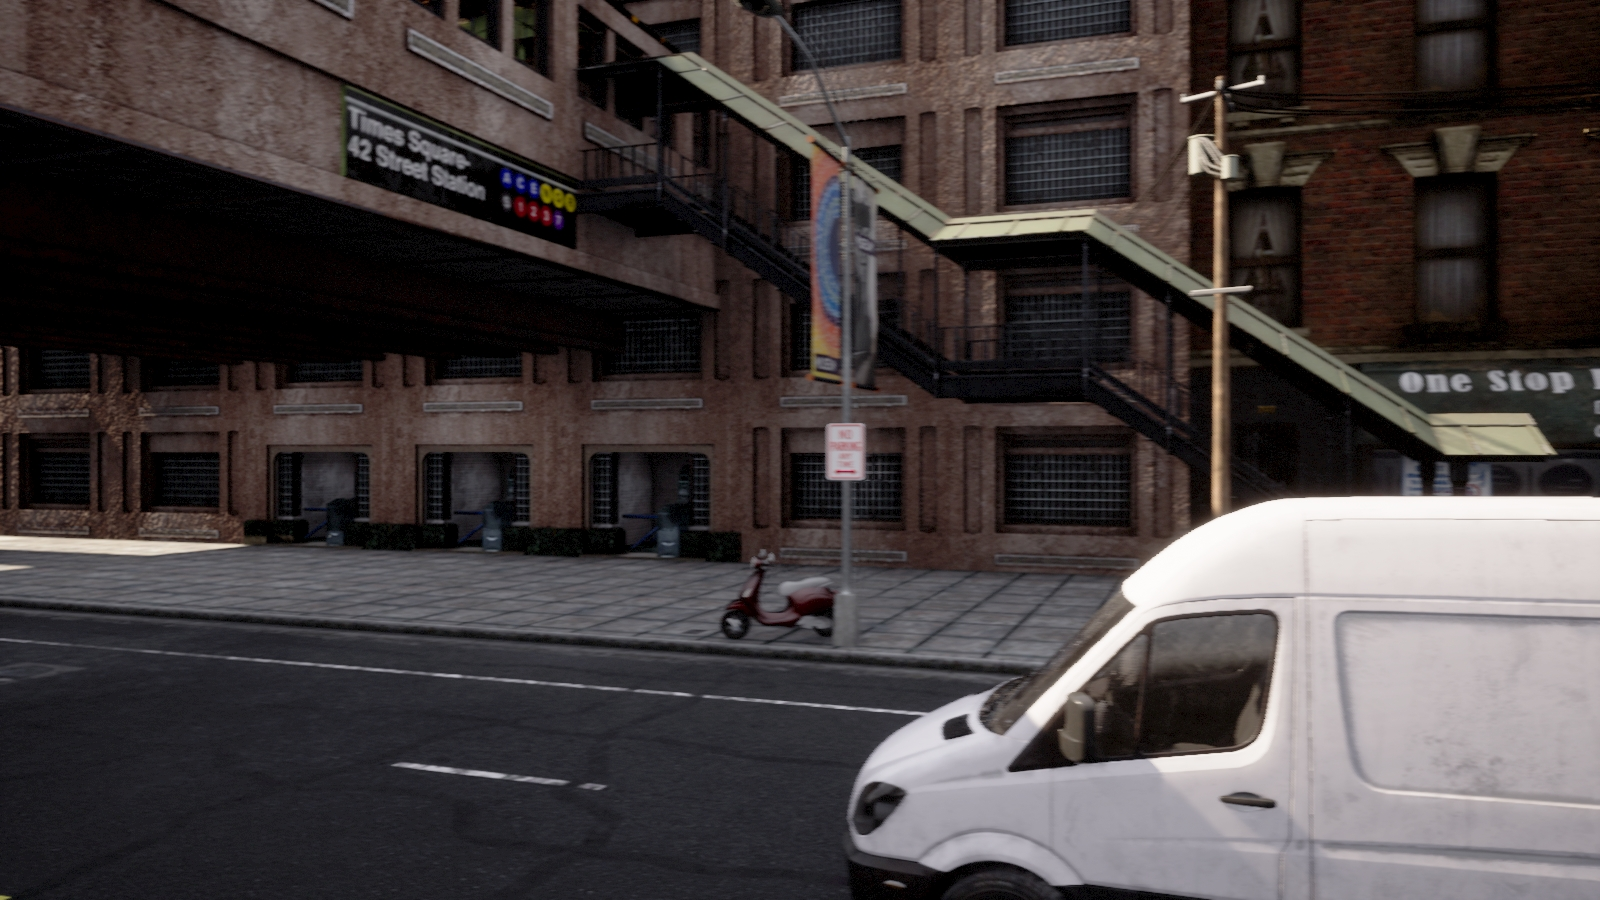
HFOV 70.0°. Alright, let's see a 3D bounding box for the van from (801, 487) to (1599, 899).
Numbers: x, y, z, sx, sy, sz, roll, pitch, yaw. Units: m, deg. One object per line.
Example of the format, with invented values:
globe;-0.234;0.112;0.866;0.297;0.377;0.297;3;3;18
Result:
van;3.127;1.534;5.882;5.915;2.561;1.988;0;0;20
